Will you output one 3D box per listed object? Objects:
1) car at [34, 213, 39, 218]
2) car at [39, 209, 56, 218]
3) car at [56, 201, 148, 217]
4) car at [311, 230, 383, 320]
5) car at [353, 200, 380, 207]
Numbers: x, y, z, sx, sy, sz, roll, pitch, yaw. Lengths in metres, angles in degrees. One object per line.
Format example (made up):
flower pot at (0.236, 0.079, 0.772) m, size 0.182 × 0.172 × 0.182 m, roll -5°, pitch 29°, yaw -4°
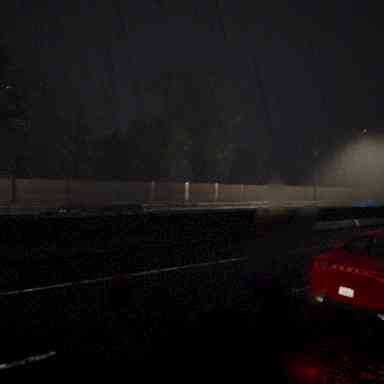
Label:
car at (-8.537, 1.557, 23.699) m, size 4.892 × 1.490 × 1.837 m, roll 1°, pitch 0°, yaw -35°
car at (-6.364, 1.600, 20.951) m, size 5.357 × 1.411 × 2.033 m, roll 1°, pitch 0°, yaw -36°
car at (-4.531, 1.403, 17.959) m, size 4.553 × 1.767 × 2.097 m, roll 1°, pitch 0°, yaw -36°
car at (4.614, 1.538, 7.041) m, size 5.008 × 1.535 × 1.882 m, roll 0°, pitch 0°, yaw -35°
car at (24.949, 1.873, 47.549) m, size 5.008 × 1.535 × 1.882 m, roll 1°, pitch 0°, yaw -35°
